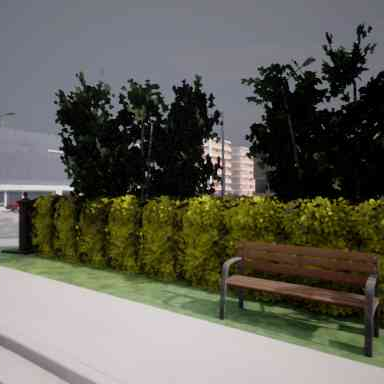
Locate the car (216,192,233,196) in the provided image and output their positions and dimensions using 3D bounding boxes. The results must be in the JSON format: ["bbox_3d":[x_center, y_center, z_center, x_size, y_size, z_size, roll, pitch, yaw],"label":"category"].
[{"bbox_3d":[6.918,0.736,68.366,1.812,1.442,4.674,0,1,35],"label":"car"}]

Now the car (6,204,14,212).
[{"bbox_3d":[-18.632,1.551,38.240,1.895,1.301,4.718,0,0,35],"label":"car"}]

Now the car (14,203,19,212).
[{"bbox_3d":[-16.043,1.552,35.851,1.895,1.301,4.718,0,0,36],"label":"car"}]

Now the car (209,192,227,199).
[{"bbox_3d":[5.648,0.733,72.635,1.994,1.385,4.181,0,0,35],"label":"car"}]
